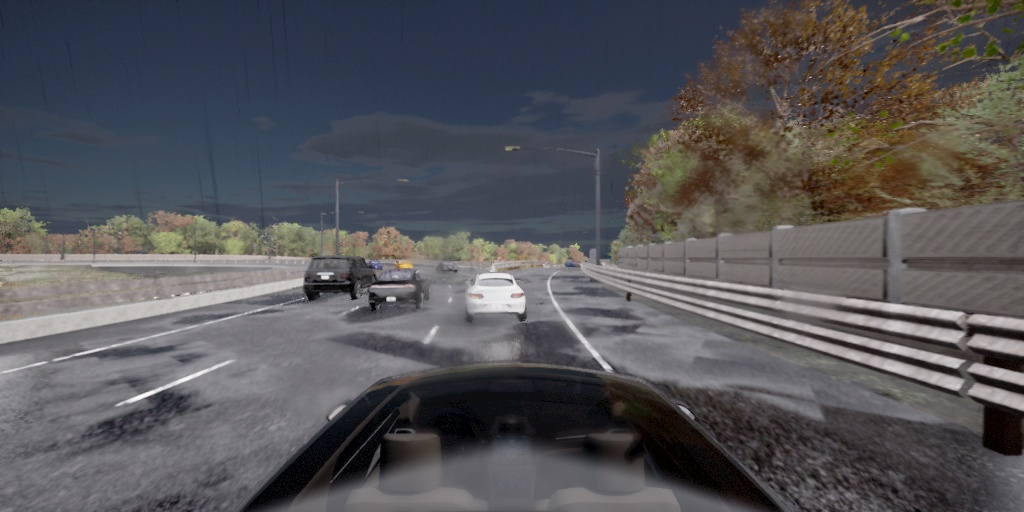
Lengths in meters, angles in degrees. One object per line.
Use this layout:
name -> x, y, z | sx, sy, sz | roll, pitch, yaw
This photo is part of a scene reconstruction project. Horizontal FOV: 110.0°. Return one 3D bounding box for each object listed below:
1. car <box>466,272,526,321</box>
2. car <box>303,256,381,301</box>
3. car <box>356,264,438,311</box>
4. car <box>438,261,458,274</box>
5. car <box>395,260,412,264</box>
car -> -0.613, 1.280, 12.358 | 1.812, 1.442, 4.674 | 0, 0, -5
car -> -8.378, 1.005, 17.940 | 2.150, 2.045, 5.566 | 0, 0, -9
car -> -4.428, 1.260, 14.667 | 2.128, 1.511, 4.902 | 0, 0, -7
car -> -7.708, 1.334, 42.048 | 2.033, 1.411, 5.357 | 0, 0, -21
car -> -15.318, 1.293, 50.423 | 1.882, 1.535, 5.008 | 0, 0, -26
